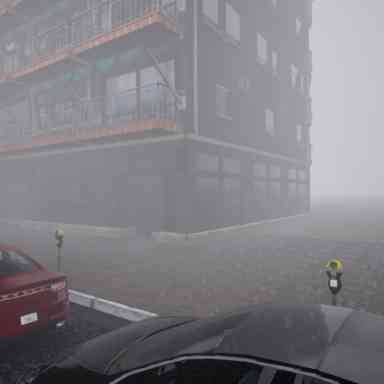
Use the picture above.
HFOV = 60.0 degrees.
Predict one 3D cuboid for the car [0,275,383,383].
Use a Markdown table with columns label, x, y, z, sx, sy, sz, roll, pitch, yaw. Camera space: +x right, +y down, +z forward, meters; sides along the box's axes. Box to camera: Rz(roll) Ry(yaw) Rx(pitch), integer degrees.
| label | x | y | z | sx | sy | sz | roll | pitch | yaw |
| --- | --- | --- | --- | --- | --- | --- | --- | --- | --- |
| car | 0.611 | 1.566 | 2.439 | 4.313 | 1.339 | 1.947 | 0 | 0 | 35 |

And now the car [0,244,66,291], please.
| label | x | y | z | sx | sy | sz | roll | pitch | yaw |
| --- | --- | --- | --- | --- | --- | --- | --- | --- | --- |
| car | -3.978 | 1.545 | 5.712 | 4.507 | 1.381 | 1.887 | 0 | 0 | 35 |
